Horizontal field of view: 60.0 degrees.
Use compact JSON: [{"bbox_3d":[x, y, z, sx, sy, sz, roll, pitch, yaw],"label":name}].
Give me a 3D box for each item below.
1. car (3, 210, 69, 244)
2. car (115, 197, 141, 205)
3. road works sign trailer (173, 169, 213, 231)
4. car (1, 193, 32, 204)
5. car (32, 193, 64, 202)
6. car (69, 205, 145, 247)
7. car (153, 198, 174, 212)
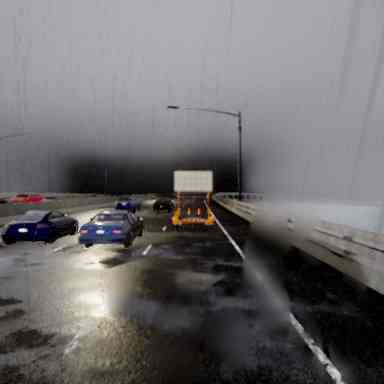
[{"bbox_3d":[-6.842,1.521,15.479,1.994,1.385,4.181,0,0,0],"label":"car"},{"bbox_3d":[-6.656,1.254,34.849,2.097,1.767,4.553,0,0,1],"label":"car"},{"bbox_3d":[0.079,0.409,19.993,2.380,3.560,2.880,0,0,0],"label":"road works sign trailer"},{"bbox_3d":[-20.755,1.107,41.450,2.150,2.045,5.566,0,0,1],"label":"car"},{"bbox_3d":[-17.259,1.238,40.910,2.097,1.767,4.553,0,0,1],"label":"car"},{"bbox_3d":[-3.350,1.507,14.737,2.033,1.411,5.357,0,0,0],"label":"car"},{"bbox_3d":[-3.128,1.373,36.912,1.882,1.535,5.008,0,0,1],"label":"car"}]
